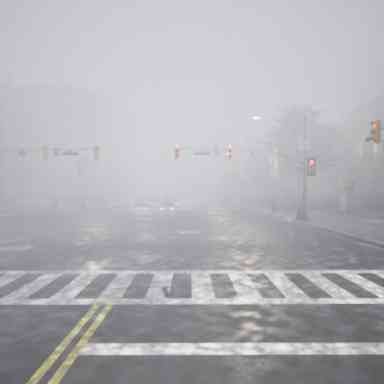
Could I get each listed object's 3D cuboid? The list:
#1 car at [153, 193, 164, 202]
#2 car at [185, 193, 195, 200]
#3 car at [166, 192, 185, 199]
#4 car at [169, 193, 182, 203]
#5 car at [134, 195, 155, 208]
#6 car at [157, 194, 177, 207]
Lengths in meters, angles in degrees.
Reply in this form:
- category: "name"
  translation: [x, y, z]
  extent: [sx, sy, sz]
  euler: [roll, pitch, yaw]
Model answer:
- category: "car"
  translation: [-7.117, 1.491, 68.063]
  extent: [2.033, 1.411, 5.357]
  euler: [0, 0, 0]
- category: "car"
  translation: [-1.286, 1.151, 88.234]
  extent: [2.150, 2.045, 5.566]
  euler: [0, 0, -29]
- category: "car"
  translation: [-4.329, 1.283, 86.529]
  extent: [2.097, 1.767, 4.553]
  euler: [0, 0, -29]
- category: "car"
  translation: [-3.606, 1.469, 67.450]
  extent: [1.812, 1.442, 4.674]
  euler: [0, 0, 0]
- category: "car"
  translation: [-7.133, 1.507, 48.311]
  extent: [2.033, 1.411, 5.357]
  euler: [0, 0, 0]
- category: "car"
  translation: [-3.636, 1.463, 49.379]
  extent: [1.837, 1.490, 4.892]
  euler: [0, 0, 0]
